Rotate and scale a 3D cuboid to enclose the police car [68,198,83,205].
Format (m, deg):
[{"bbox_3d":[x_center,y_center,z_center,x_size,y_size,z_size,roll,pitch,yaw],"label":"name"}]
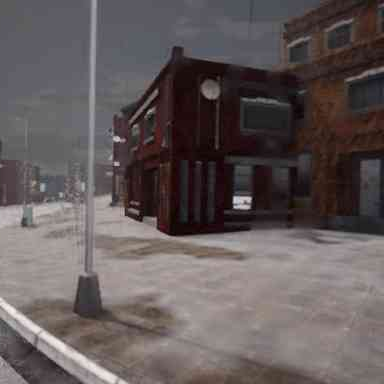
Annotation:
[{"bbox_3d":[-29.985,2.403,85.922,1.930,1.638,5.238,1,-1,-13],"label":"police car"}]
